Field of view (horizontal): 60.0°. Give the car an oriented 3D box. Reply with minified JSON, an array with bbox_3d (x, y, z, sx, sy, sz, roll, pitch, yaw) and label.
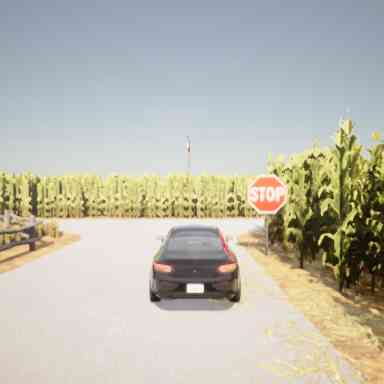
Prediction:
[{"bbox_3d":[0.068,1.522,8.128,1.812,1.442,4.674,0,0,0],"label":"car"}]
